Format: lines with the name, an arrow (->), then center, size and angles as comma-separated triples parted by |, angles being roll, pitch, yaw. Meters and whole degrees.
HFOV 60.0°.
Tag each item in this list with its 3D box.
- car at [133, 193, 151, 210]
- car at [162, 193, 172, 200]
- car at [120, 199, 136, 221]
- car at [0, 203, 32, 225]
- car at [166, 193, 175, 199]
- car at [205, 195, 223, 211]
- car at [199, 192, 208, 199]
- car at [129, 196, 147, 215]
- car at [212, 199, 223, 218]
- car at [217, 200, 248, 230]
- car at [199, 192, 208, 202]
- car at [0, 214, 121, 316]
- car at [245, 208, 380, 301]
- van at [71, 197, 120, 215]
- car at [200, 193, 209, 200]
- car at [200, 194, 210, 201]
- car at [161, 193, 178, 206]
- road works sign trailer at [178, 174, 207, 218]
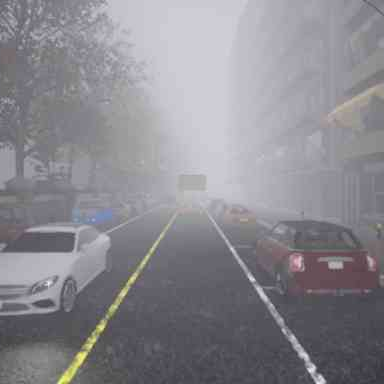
car -> -5.652, 1.082, 36.344 | 2.192, 1.841, 5.009 | 0, 0, 0
car -> -5.612, 0.990, 75.753 | 1.967, 1.590, 4.097 | 0, 0, 0
car -> -5.664, 1.418, 25.083 | 1.802, 1.307, 4.206 | 0, 0, 0
car -> -5.681, 1.259, 8.191 | 2.192, 1.841, 5.009 | 0, 0, 0
car -> -5.600, 1.044, 87.015 | 2.008, 1.369, 4.403 | 0, 0, 0
car -> 2.728, 1.333, 36.337 | 1.947, 1.339, 4.313 | 0, 0, 0
car -> 2.774, 0.836, 81.375 | 2.192, 1.841, 5.009 | 0, 0, 0
car -> -5.658, 1.346, 30.713 | 1.887, 1.381, 4.507 | 0, 0, 0
car -> 2.716, 1.418, 25.075 | 1.802, 1.307, 4.206 | 0, 0, 0
car -> 2.711, 1.395, 19.614 | 1.752, 1.417, 4.829 | 0, 0, 0
car -> 2.757, 1.153, 64.487 | 1.887, 1.381, 4.507 | 0, 0, 0
car -> -3.091, 1.474, 7.506 | 1.812, 1.442, 4.674 | 0, 0, 0
car -> 2.699, 1.384, 8.183 | 1.967, 1.590, 4.097 | 0, 0, 0
van -> -5.669, 1.212, 19.451 | 1.690, 1.788, 3.998 | 0, 0, 0
car -> 2.769, 0.990, 75.746 | 1.967, 1.590, 4.097 | 0, 0, 0
car -> 2.763, 1.123, 70.117 | 1.887, 1.381, 4.507 | 0, 0, 0
car -> -3.031, 1.171, 48.852 | 1.882, 1.535, 5.008 | 0, 1, 0
road works sign trailer -> 0.030, 0.282, 28.093 | 2.380, 3.560, 2.880 | 0, 0, 0
